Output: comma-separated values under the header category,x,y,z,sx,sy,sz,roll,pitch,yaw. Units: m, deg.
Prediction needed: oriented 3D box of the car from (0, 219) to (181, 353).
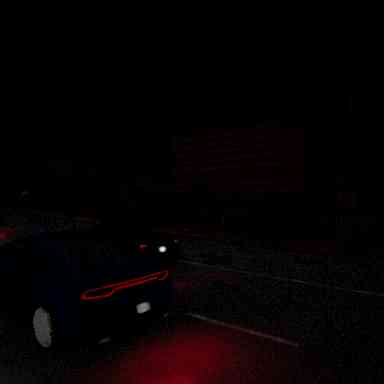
category,x,y,z,sx,sy,sz,roll,pitch,yaw
car,-2.603,1.487,6.284,5.008,1.535,1.882,0,0,39

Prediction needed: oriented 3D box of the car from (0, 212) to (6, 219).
category,x,y,z,sx,sy,sz,roll,pitch,yaw
car,-14.674,1.621,23.293,1.895,1.301,4.718,0,0,-42

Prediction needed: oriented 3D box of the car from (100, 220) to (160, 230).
category,x,y,z,sx,sy,sz,roll,pitch,yaw
car,-2.334,1.583,10.668,4.181,1.385,1.994,0,0,41
